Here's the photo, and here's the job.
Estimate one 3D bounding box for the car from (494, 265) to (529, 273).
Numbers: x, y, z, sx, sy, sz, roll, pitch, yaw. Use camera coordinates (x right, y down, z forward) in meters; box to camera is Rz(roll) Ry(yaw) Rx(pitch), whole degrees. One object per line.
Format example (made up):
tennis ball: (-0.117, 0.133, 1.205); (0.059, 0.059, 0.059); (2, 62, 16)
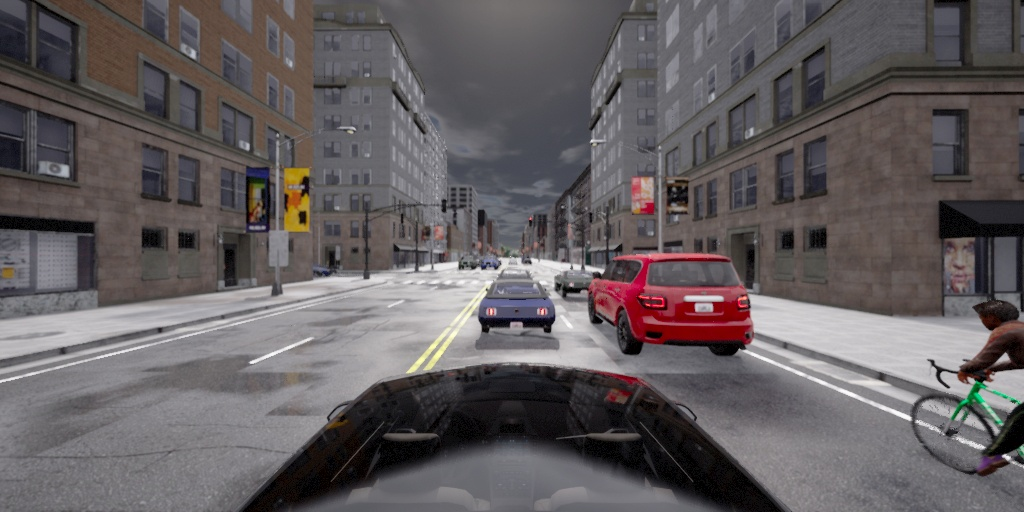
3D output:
car: (0.145, 1.339, 19.795); (1.895, 1.301, 4.718); (0, 0, 0)

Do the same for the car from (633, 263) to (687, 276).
car: (15.150, 1.380, 36.835); (4.718, 1.301, 1.895); (0, 0, 0)

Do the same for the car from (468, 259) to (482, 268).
car: (-6.407, 1.280, 62.879); (1.994, 1.385, 4.181); (0, 0, 1)

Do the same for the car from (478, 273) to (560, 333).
car: (0.122, 1.344, 10.690); (1.895, 1.301, 4.718); (0, 0, 0)

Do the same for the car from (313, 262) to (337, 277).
car: (-19.611, 1.254, 34.113); (5.357, 1.411, 2.033); (0, 0, 0)

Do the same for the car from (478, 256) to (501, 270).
car: (-3.185, 0.946, 52.092); (2.150, 2.045, 5.566); (0, 0, 2)

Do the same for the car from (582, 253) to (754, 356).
car: (3.342, 0.966, 8.769); (2.150, 2.045, 5.566); (0, 0, 2)

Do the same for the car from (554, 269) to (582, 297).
car: (3.292, 1.340, 18.537); (1.895, 1.301, 4.718); (0, 0, 0)

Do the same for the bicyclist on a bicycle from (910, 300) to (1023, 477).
bicyclist on a bicycle: (4.150, 1.202, 2.913); (0.582, 1.620, 1.656); (0, 0, 0)

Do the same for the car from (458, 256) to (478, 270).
car: (-6.460, 0.945, 52.388); (2.150, 2.045, 5.566); (0, 0, 0)
